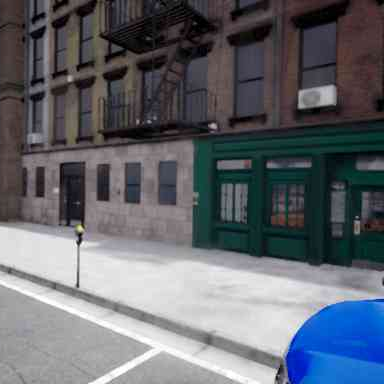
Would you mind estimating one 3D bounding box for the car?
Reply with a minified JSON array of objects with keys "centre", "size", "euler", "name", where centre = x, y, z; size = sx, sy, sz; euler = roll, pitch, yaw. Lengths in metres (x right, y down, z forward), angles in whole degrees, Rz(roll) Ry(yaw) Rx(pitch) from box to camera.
[{"centre":[2.952,1.273,1.044],"size":[5.566,2.045,2.150],"euler":[2,1,37],"name":"car"}]
